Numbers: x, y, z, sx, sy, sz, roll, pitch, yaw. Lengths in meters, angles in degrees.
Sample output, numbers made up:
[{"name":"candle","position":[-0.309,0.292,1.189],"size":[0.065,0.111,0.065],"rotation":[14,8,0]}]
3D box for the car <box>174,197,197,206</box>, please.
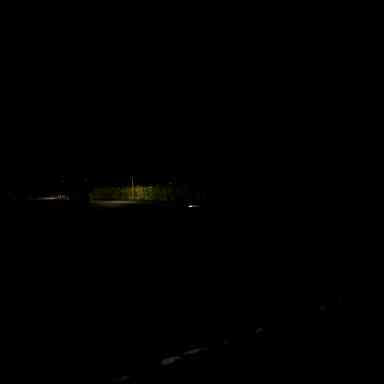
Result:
[{"name":"car","position":[-1.195,1.585,56.362],"size":[1.837,1.490,4.892],"rotation":[-1,1,-35]}]
